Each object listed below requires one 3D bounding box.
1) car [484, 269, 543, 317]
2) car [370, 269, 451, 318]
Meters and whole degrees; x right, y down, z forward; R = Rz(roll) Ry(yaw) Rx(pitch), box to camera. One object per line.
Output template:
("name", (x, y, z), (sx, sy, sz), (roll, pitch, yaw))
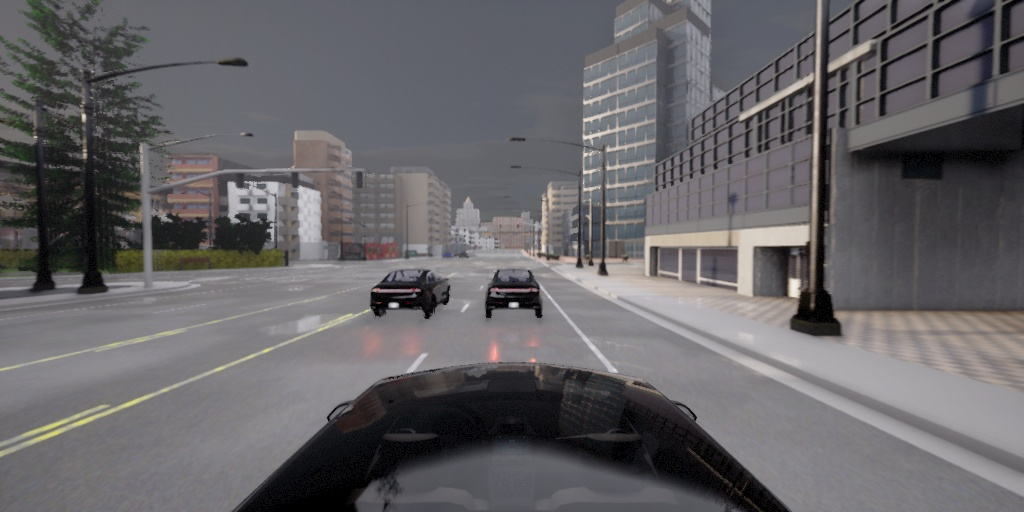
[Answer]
("car", (0.065, 1.199, 12.973), (2.128, 1.511, 4.902), (0, 1, 0))
("car", (-3.436, 1.199, 12.879), (2.128, 1.511, 4.902), (0, 1, 0))
